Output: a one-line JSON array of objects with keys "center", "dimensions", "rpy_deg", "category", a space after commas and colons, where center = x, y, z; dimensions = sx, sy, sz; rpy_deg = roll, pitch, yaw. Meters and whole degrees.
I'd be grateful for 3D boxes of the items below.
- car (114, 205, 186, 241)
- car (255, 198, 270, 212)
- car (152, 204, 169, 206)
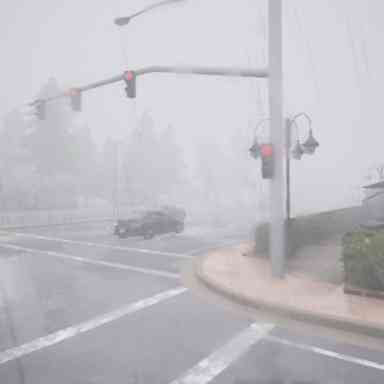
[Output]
[{"center": [-2.214, 1.697, 17.935], "dimensions": [1.812, 1.442, 4.674], "rpy_deg": [0, 0, 29], "category": "car"}, {"center": [9.639, 1.558, 41.540], "dimensions": [2.097, 1.767, 4.553], "rpy_deg": [-1, 0, 36], "category": "car"}, {"center": [-2.423, 1.698, 24.949], "dimensions": [2.128, 1.511, 4.902], "rpy_deg": [-1, 0, 36], "category": "car"}]
